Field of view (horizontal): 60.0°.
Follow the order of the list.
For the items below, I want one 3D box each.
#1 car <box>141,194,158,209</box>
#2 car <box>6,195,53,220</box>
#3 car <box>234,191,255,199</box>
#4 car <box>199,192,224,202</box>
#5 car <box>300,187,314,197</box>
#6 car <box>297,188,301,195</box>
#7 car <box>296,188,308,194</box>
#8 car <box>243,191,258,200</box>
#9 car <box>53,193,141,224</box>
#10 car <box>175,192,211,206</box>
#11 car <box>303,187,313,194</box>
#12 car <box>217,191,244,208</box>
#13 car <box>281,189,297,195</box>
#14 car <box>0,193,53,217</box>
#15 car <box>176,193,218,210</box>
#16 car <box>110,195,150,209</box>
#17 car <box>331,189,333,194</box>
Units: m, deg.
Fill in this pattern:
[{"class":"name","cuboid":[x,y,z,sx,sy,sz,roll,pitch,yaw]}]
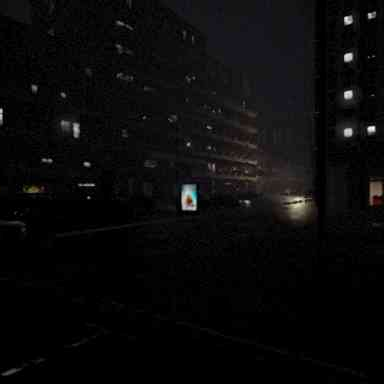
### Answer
[{"class":"car","cuboid":[-5.486,0.996,32.972,2.128,1.511,4.902,0,1,35]},{"class":"car","cuboid":[-10.915,1.186,25.222,1.837,1.490,4.892,0,1,37]},{"class":"car","cuboid":[9.268,0.484,58.532,1.887,1.381,4.507,2,2,35]},{"class":"car","cuboid":[2.904,0.733,49.447,1.802,1.307,4.206,2,2,35]},{"class":"car","cuboid":[22.536,0.295,62.870,1.887,1.381,4.507,1,2,35]},{"class":"car","cuboid":[25.174,-0.048,81.246,1.887,1.381,4.507,2,2,35]},{"class":"car","cuboid":[28.356,-0.260,85.786,1.967,1.590,4.097,2,2,35]},{"class":"car","cuboid":[9.084,0.594,53.605,1.812,1.442,4.674,0,1,35]},{"class":"car","cuboid":[-6.101,1.011,21.970,2.192,1.841,5.009,1,2,35]},{"class":"car","cuboid":[0.182,0.796,41.051,1.882,1.535,5.008,0,1,35]},{"class":"car","cuboid":[31.477,-0.462,90.240,1.690,1.788,3.998,2,2,35]},{"class":"car","cuboid":[3.444,0.950,35.608,1.947,1.339,4.313,1,2,35]},{"class":"car","cuboid":[21.993,-0.045,76.700,1.967,1.590,4.097,2,2,35]},{"class":"car","cuboid":[-12.999,0.988,26.726,2.192,1.841,5.009,2,2,35]},{"class":"car","cuboid":[0.262,1.054,31.064,1.947,1.339,4.313,1,2,35]},{"class":"car","cuboid":[-6.639,1.048,35.819,1.802,1.307,4.206,2,2,35]},{"class":"car","cuboid":[32.082,-0.025,76.502,1.887,1.381,4.507,2,2,35]}]
